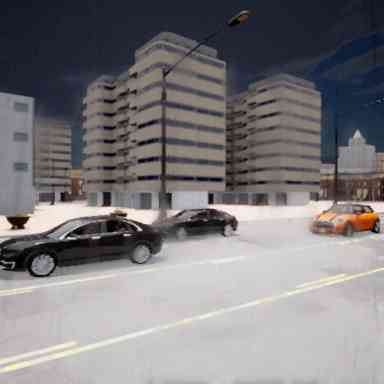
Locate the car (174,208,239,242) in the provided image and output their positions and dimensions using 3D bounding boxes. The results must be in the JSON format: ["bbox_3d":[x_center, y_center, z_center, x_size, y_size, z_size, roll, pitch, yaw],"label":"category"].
[{"bbox_3d":[0.217,1.584,16.929,4.892,1.490,1.837,1,0,-35],"label":"car"}]

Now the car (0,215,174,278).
[{"bbox_3d":[-3.221,1.521,10.296,4.892,1.490,1.837,1,0,-36],"label":"car"}]

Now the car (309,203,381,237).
[{"bbox_3d":[8.626,1.458,18.744,4.553,1.767,2.097,0,0,-36],"label":"car"}]
